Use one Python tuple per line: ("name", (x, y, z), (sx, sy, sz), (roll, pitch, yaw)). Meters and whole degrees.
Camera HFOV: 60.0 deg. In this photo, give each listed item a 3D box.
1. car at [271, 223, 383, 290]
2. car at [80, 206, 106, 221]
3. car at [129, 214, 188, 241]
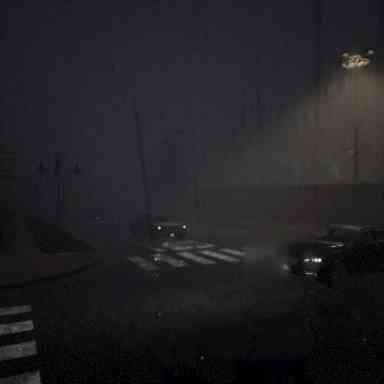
("car", (4.531, 1.694, 9.707), (4.902, 1.511, 2.128), (1, -1, -28))
("car", (-10.382, 2.198, 34.658), (2.033, 1.411, 5.357), (1, -1, -28))
("car", (-2.057, 1.962, 19.221), (1.895, 1.301, 4.718), (1, -1, -29))
